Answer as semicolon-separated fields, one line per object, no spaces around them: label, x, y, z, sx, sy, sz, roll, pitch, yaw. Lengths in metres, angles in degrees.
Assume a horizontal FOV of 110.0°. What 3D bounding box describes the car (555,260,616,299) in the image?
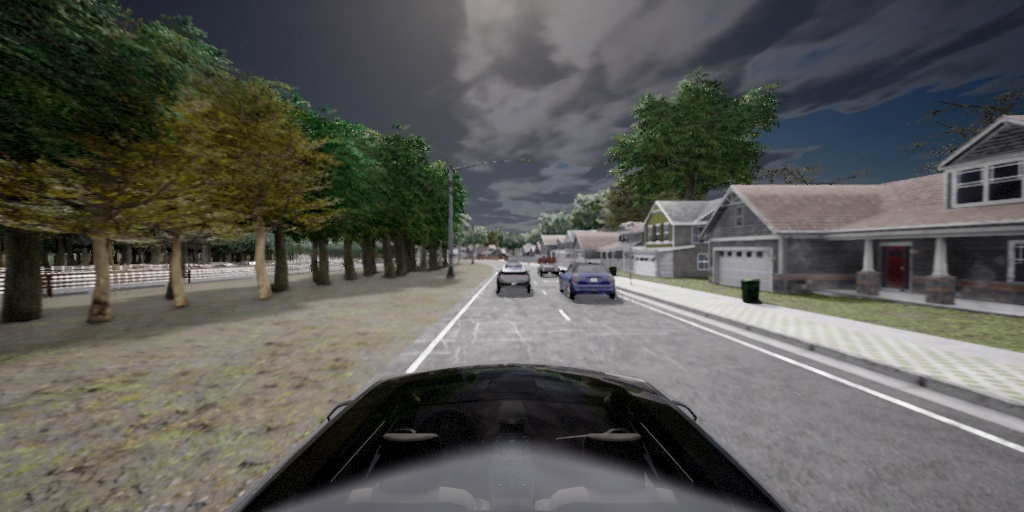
car;3.593;1.065;17.864;2.097;1.767;4.553;0;0;0

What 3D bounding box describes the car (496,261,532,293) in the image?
car;0.092;1.204;20.509;2.128;1.511;4.902;0;0;0

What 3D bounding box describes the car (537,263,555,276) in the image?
car;3.565;1.348;36.171;1.895;1.301;4.718;0;0;0
